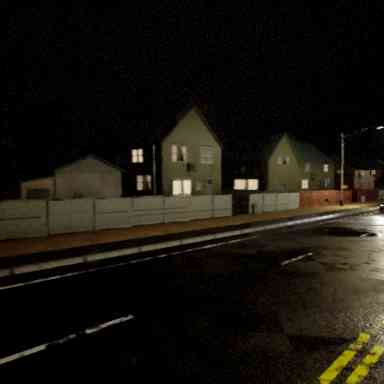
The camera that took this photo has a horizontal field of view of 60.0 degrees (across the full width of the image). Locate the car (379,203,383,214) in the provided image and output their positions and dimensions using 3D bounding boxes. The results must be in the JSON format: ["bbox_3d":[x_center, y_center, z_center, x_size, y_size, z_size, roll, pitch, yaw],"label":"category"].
[{"bbox_3d":[17.069,1.103,27.498,1.895,1.301,4.718,1,2,43],"label":"car"}]
